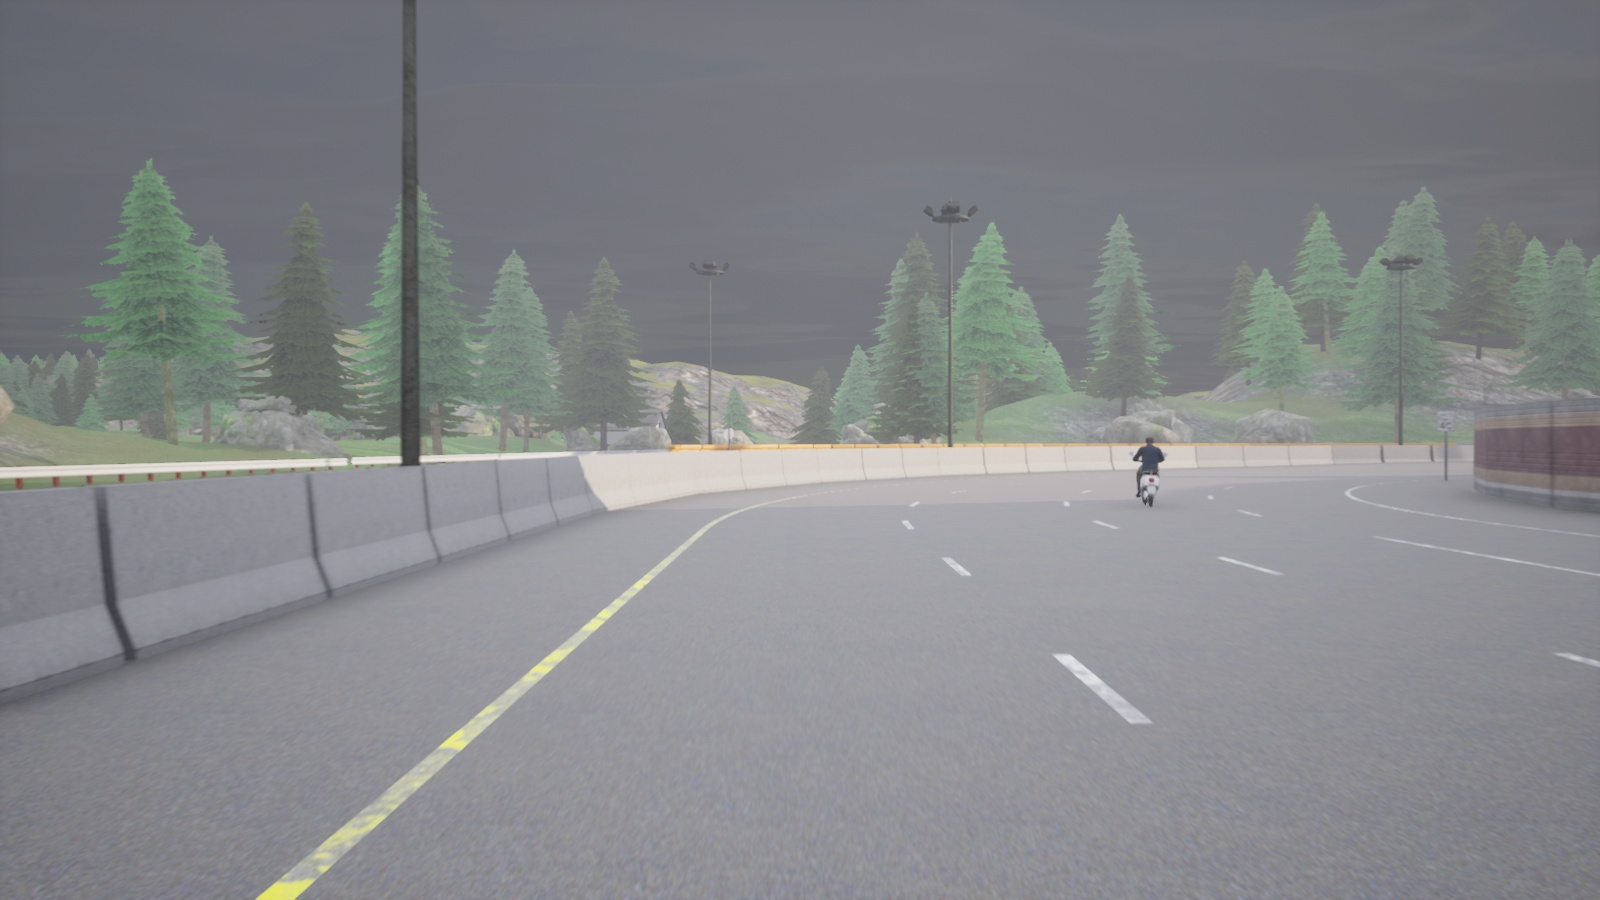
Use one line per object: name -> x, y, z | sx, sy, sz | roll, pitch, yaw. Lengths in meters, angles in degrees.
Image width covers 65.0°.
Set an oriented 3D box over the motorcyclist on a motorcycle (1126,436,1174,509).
motorcyclist on a motorcycle -> 7.980, 0.500, 28.689 | 0.866, 1.590, 1.817 | 2, 1, 11
